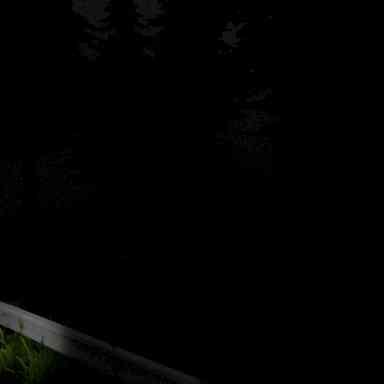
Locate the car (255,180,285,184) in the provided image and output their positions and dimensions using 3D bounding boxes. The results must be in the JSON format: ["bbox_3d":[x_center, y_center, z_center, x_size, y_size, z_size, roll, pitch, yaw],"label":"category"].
[{"bbox_3d":[8.133,-0.567,37.926,5.008,1.535,1.882,-4,0,2],"label":"car"}]

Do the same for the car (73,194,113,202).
[{"bbox_3d":[-9.549,0.927,32.177,4.181,1.385,1.994,-5,3,-31],"label":"car"}]

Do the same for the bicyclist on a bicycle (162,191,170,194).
[{"bbox_3d":[-2.234,0.269,28.847,0.582,1.620,1.656,1,4,-28],"label":"bicyclist on a bicycle"}]
